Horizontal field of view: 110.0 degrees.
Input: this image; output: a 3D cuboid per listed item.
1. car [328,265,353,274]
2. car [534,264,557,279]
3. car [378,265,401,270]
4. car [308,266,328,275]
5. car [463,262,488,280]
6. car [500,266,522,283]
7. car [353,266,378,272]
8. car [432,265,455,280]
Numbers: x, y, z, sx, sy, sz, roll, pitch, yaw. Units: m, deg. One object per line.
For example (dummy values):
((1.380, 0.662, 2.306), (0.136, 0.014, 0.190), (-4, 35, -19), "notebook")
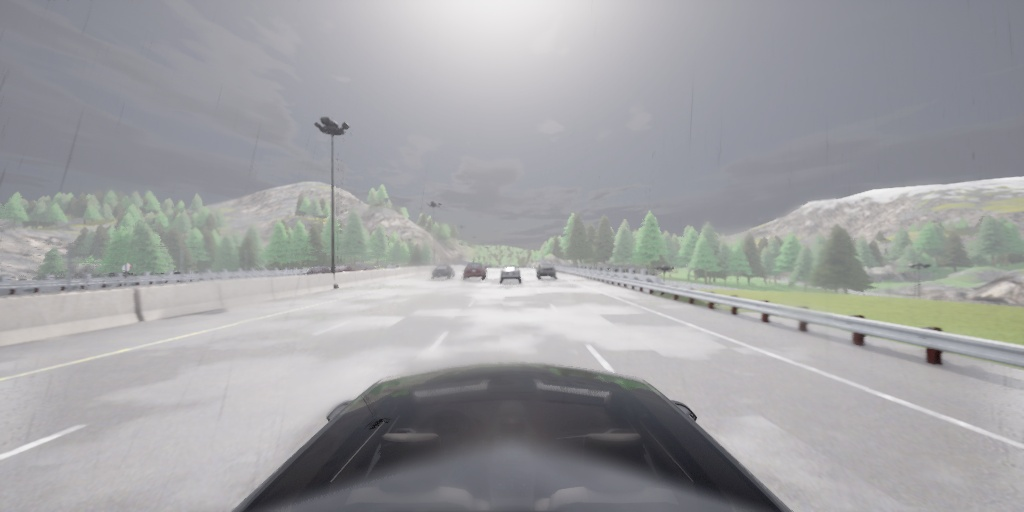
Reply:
((-24.836, 2.107, 53.205), (1.812, 1.442, 4.674), (-1, -1, 0), "car")
((3.384, 1.523, 36.071), (1.837, 1.490, 4.892), (-1, -1, 0), "car")
((-17.845, 2.046, 53.582), (1.812, 1.442, 4.674), (-1, -1, 0), "car")
((-28.333, 2.177, 53.089), (1.994, 1.385, 4.181), (-1, -1, 0), "car")
((-3.619, 1.440, 36.082), (2.097, 1.767, 4.553), (-1, -1, 0), "car")
((-0.110, 1.554, 31.580), (2.033, 1.411, 5.357), (-1, -1, 0), "car")
((-21.338, 2.151, 53.359), (1.895, 1.301, 4.718), (-1, -1, 0), "car")
((-7.126, 1.664, 37.495), (1.812, 1.442, 4.674), (-1, -1, 0), "car")
